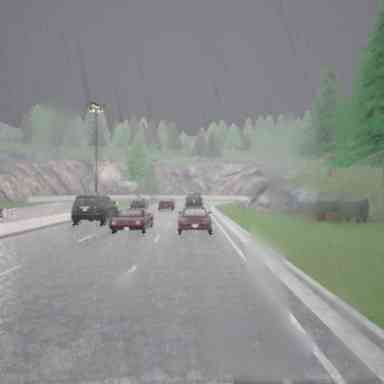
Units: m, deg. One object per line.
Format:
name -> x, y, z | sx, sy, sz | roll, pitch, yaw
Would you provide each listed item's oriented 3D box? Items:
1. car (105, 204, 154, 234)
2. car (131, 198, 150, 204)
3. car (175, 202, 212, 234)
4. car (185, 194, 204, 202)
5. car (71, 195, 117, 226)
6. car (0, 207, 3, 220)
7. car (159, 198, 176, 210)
car -> -3.359, 1.614, 19.357 | 1.895, 1.301, 4.718 | 0, 0, 0
car -> -6.700, 1.533, 42.955 | 1.837, 1.490, 4.892 | 0, 0, 1
car -> 0.161, 1.538, 19.118 | 1.812, 1.442, 4.674 | 0, 0, 0
car -> 0.291, 1.250, 42.841 | 2.150, 2.045, 5.566 | 0, 0, 1
car -> -6.835, 1.237, 23.884 | 2.150, 2.045, 5.566 | 0, 0, 0
car -> -15.018, 1.493, 22.723 | 1.882, 1.535, 5.008 | 0, 0, 0
car -> -3.190, 1.506, 43.323 | 1.882, 1.535, 5.008 | 0, 0, 1
